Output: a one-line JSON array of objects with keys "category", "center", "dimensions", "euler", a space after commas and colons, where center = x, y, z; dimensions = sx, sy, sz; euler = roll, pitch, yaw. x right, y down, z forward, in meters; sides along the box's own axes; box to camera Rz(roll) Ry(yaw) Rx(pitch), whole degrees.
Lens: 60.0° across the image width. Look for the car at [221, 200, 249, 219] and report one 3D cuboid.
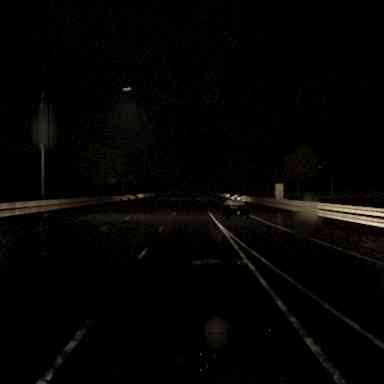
[{"category": "car", "center": [3.533, 1.370, 27.735], "dimensions": [2.128, 1.511, 4.902], "euler": [0, 0, 0]}]
